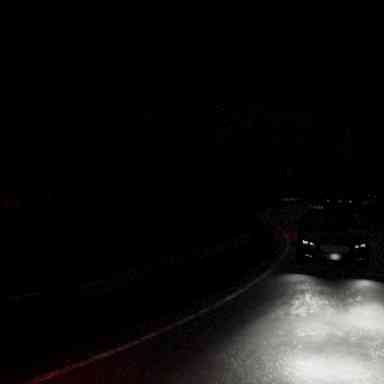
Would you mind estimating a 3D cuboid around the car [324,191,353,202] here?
[{"bbox_3d":[12.234,0.703,27.795,2.097,1.767,4.553,1,2,22],"label":"car"}]

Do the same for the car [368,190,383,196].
[{"bbox_3d":[23.347,0.446,40.585,4.181,1.385,1.994,-2,0,-35],"label":"car"}]

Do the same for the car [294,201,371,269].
[{"bbox_3d":[4.407,1.297,10.719,2.128,1.511,4.902,1,2,19],"label":"car"}]
